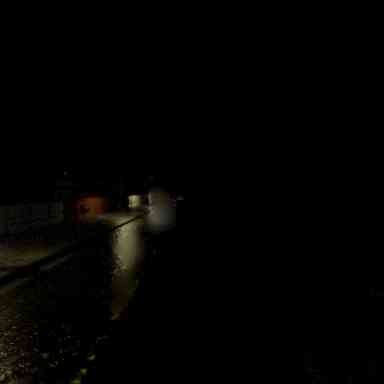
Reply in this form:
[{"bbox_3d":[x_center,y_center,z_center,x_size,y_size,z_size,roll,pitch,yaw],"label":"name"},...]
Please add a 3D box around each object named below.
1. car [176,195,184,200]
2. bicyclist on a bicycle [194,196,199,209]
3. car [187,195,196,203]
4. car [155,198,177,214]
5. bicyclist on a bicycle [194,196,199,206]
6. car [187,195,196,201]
[{"bbox_3d":[-2.784,1.506,76.785,1.812,1.442,4.674,0,0,0],"label":"car"},{"bbox_3d":[0.736,1.470,45.657,0.582,1.620,1.656,0,0,0],"label":"bicyclist on a bicycle"},{"bbox_3d":[-0.032,1.583,72.084,1.812,1.442,4.674,0,0,0],"label":"car"},{"bbox_3d":[-2.864,1.609,36.134,1.895,1.301,4.718,0,0,0],"label":"car"},{"bbox_3d":[0.732,1.467,55.558,0.866,1.612,1.509,0,0,0],"label":"bicyclist on a bicycle"},{"bbox_3d":[-0.037,1.489,83.072,2.128,1.511,4.902,0,0,0],"label":"car"}]
